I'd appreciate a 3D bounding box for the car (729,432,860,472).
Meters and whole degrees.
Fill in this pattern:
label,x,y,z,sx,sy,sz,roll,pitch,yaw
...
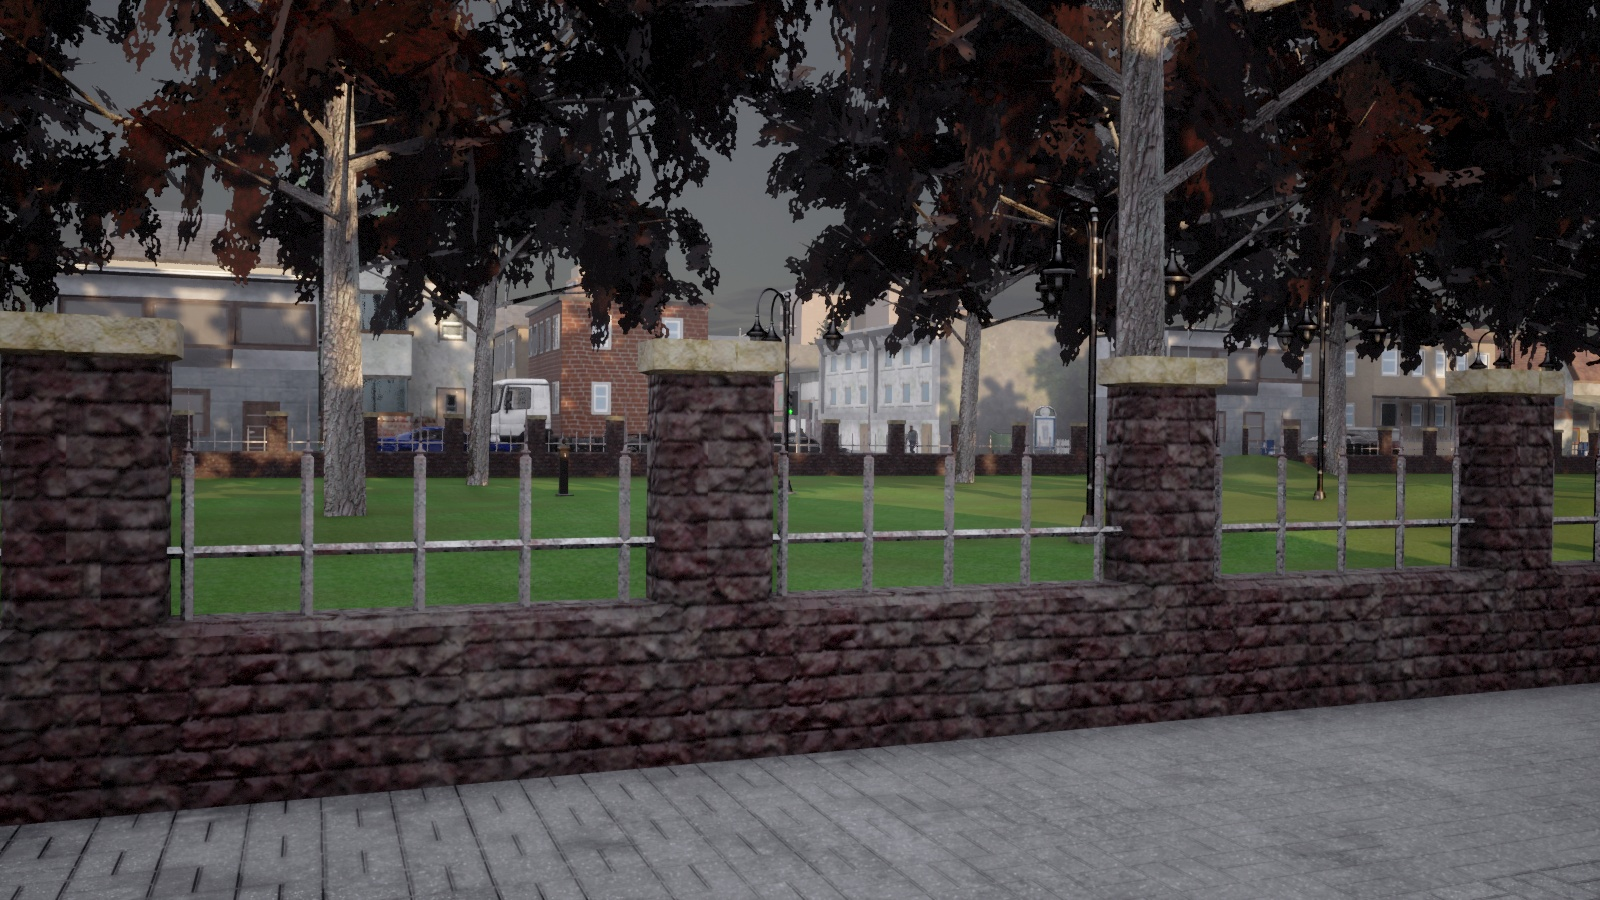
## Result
label,x,y,z,sx,sy,sz,roll,pitch,yaw
car,-0.197,0.043,48.128,4.674,1.442,1.812,-1,1,-24

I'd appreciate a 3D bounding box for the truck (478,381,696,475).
label,x,y,z,sx,sy,sz,roll,pitch,yaw
truck,-8.309,-0.893,49.130,7.936,3.462,2.891,-1,1,-22

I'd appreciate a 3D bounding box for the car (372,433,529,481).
label,x,y,z,sx,sy,sz,roll,pitch,yaw
car,-12.076,0.200,43.406,5.008,1.535,1.882,-1,1,-22

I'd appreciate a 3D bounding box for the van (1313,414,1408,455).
label,x,y,z,sx,sy,sz,roll,pitch,yaw
van,28.271,-0.785,63.343,4.442,1.987,1.775,-1,1,-21

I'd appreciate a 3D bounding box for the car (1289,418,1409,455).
label,x,y,z,sx,sy,sz,roll,pitch,yaw
car,25.304,-0.639,57.889,5.027,1.651,2.152,-1,1,-22

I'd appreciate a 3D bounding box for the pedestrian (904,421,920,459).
label,x,y,z,sx,sy,sz,roll,pitch,yaw
pedestrian,5.684,-0.509,63.627,0.423,1.949,0.788,0,1,44
